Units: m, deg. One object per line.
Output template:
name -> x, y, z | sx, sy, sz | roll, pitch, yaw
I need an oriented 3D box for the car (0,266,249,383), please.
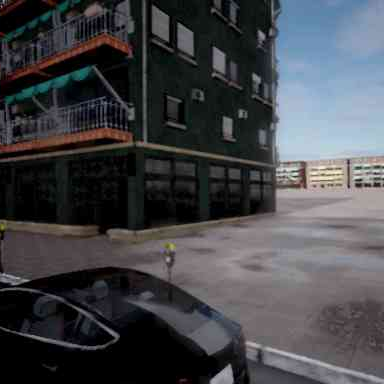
car -> -1.451, 1.586, 3.907 | 4.313, 1.339, 1.947 | 0, 0, 35
